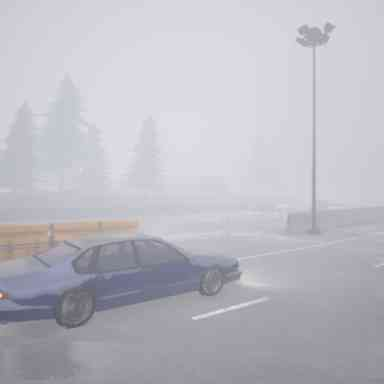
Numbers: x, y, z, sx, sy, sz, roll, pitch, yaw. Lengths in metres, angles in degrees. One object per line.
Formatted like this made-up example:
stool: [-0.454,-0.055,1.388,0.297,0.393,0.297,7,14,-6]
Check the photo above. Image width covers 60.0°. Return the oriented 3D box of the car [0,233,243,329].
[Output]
car: [-1.393,1.608,7.089,5.357,1.411,2.033,1,-1,-36]

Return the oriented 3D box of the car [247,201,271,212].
car: [9.804,2.007,46.298,2.033,1.411,5.357,0,-1,41]

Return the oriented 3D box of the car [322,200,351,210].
car: [17.186,1.943,38.857,1.812,1.442,4.674,0,-1,41]

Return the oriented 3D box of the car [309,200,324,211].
car: [17.306,1.820,44.406,2.097,1.767,4.553,0,-1,40]

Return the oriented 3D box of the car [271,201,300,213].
car: [12.854,1.980,44.541,1.812,1.442,4.674,0,0,40]
